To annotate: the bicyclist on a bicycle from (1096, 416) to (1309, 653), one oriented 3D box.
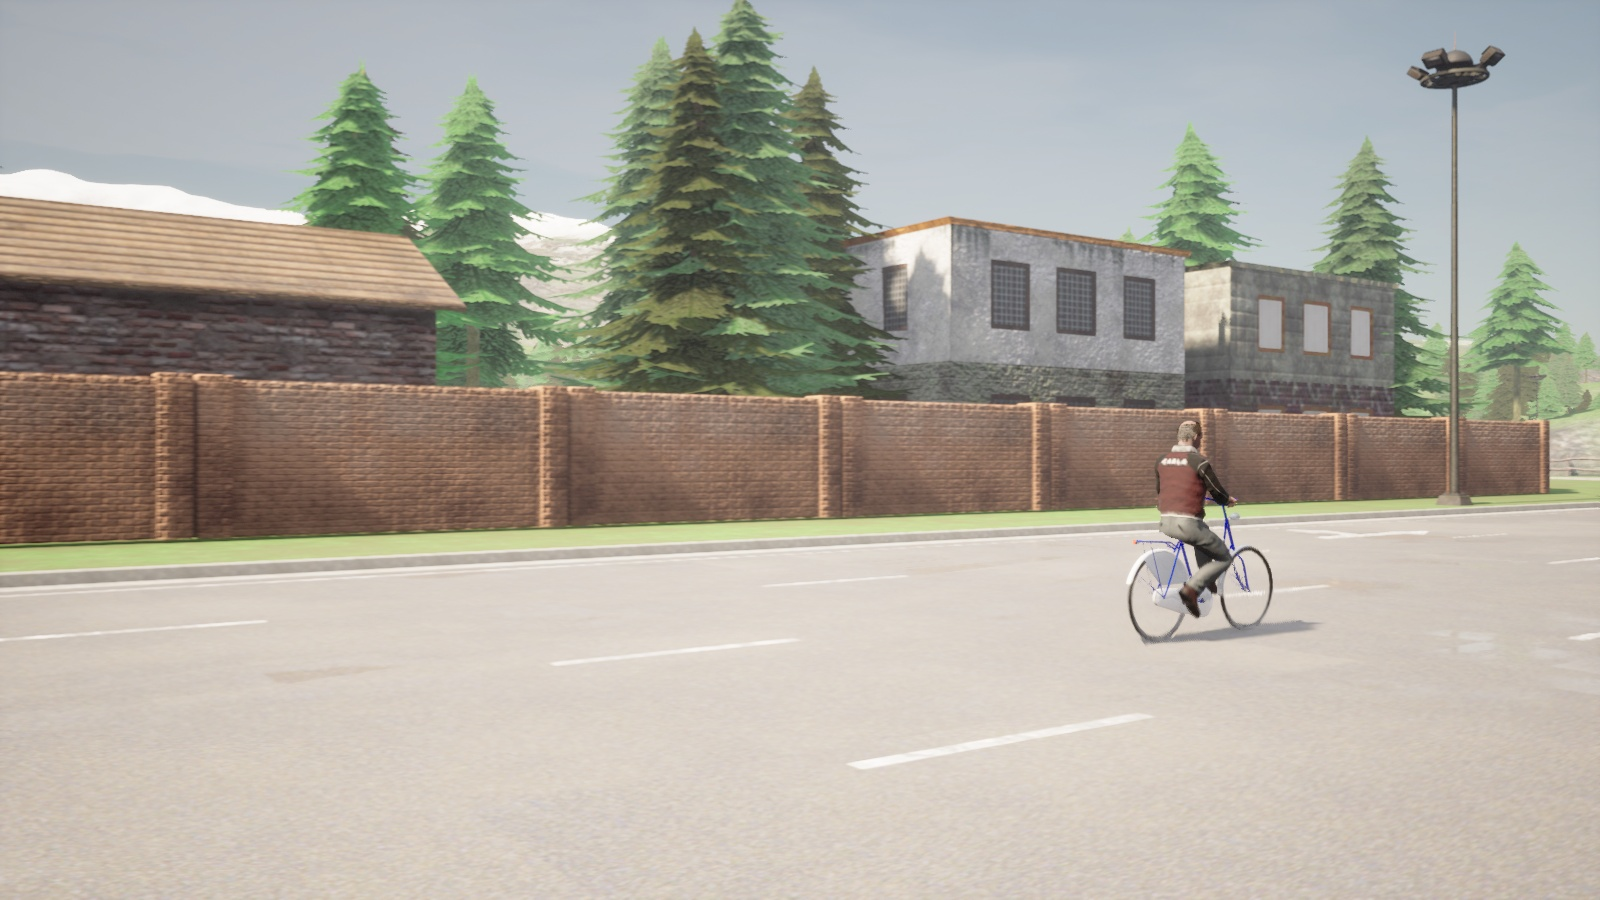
[{"bbox_3d":[3.299,0.633,10.220,1.843,1.776,0.659,0,0,-35],"label":"bicyclist on a bicycle"}]
